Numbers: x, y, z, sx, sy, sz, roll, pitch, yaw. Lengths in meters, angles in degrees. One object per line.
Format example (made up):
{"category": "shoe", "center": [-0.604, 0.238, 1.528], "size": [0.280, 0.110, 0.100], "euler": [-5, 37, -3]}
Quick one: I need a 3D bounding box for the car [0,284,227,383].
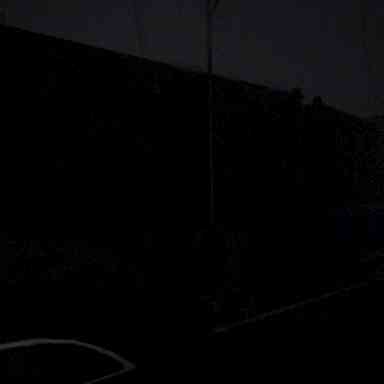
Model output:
{"category": "car", "center": [-1.994, 1.492, 1.945], "size": [4.902, 1.511, 2.128], "euler": [0, 0, -35]}
